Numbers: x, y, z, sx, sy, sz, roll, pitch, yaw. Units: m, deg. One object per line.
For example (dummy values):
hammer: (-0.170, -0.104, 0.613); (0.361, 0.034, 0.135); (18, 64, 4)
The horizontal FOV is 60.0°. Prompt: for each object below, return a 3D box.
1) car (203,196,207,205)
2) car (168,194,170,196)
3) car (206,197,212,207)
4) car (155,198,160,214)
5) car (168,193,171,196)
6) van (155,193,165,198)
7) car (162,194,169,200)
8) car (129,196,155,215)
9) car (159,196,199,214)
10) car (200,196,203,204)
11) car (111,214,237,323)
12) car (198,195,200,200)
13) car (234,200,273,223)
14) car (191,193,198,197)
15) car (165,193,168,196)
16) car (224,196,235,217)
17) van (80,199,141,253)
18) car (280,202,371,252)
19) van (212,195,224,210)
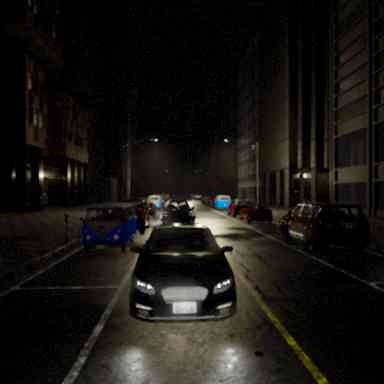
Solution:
car: (3.287, 1.552, 53.064); (1.947, 1.339, 4.313); (0, 0, -3)
car: (-6.083, 1.517, 69.254); (1.752, 1.417, 4.829); (0, 0, -3)
car: (3.575, 1.532, 47.462); (1.887, 1.381, 4.507); (0, 0, -3)
car: (-4.074, 1.543, 30.209); (2.008, 1.369, 4.403); (0, 0, -3)
car: (-6.956, 1.572, 86.230); (1.947, 1.339, 4.313); (0, 0, -3)
van: (-4.650, 1.332, 41.414); (1.690, 1.788, 3.998); (0, 0, -3)
car: (-7.244, 1.451, 91.832); (1.967, 1.590, 4.097); (0, 0, -3)
car: (-3.498, 1.310, 19.005); (2.192, 1.841, 5.009); (0, 0, -3)
car: (-0.911, 1.345, 22.428); (2.097, 1.767, 4.553); (0, 0, -3)
car: (2.990, 1.511, 58.835); (1.752, 1.417, 4.829); (0, 0, -3)
car: (-0.240, 1.489, 7.493); (2.128, 1.511, 4.902); (0, 0, -3)
car: (2.702, 1.512, 64.437); (1.752, 1.417, 4.829); (0, 0, -3)
car: (4.728, 1.536, 25.055); (1.887, 1.381, 4.507); (0, 0, -3)
car: (1.558, 1.554, 86.673); (2.008, 1.369, 4.403); (0, 0, -3)
car: (-5.226, 1.429, 52.618); (1.967, 1.590, 4.097); (0, 0, -3)
car: (4.439, 1.430, 30.657); (1.967, 1.590, 4.097); (0, 0, -3)
van: (-3.209, 1.337, 13.403); (1.690, 1.788, 3.998); (0, 0, -3)
car: (5.304, 1.309, 13.851); (2.192, 1.841, 5.009); (0, 0, -3)
van: (3.863, 1.329, 41.860); (1.690, 1.788, 3.998); (0, 0, -3)
